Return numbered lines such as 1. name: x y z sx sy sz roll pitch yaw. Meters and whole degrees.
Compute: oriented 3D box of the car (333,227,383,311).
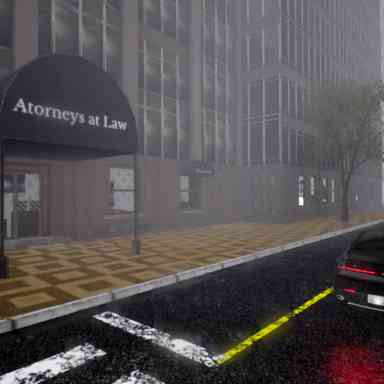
1. car: 4.614 1.509 7.223 1.837 1.490 4.892 -1 0 41
